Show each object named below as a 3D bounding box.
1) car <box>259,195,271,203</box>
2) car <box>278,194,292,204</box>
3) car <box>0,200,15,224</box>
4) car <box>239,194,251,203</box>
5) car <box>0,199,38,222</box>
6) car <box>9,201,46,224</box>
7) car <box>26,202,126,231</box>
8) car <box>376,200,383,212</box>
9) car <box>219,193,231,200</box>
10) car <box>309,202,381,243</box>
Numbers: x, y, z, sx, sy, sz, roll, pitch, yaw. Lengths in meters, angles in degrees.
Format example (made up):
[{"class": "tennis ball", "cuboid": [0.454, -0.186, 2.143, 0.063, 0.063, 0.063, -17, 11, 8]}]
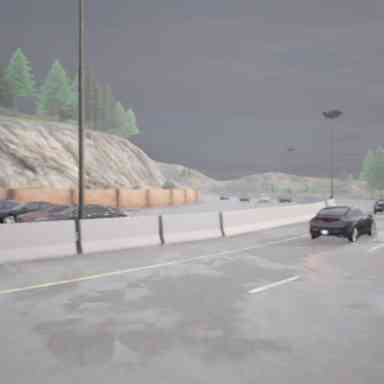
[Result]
[{"class": "car", "cuboid": [12.874, 1.261, 58.981, 1.812, 1.442, 4.674, 0, 0, 9]}, {"class": "car", "cuboid": [16.299, 1.191, 58.273, 1.882, 1.535, 5.008, 0, 0, 9]}, {"class": "car", "cuboid": [-10.863, 1.379, 22.612, 5.008, 1.535, 1.882, 0, 0, -43]}, {"class": "car", "cuboid": [9.413, 1.105, 59.503, 1.882, 1.535, 5.008, 0, 0, 9]}, {"class": "car", "cuboid": [-14.184, 1.374, 24.324, 5.008, 1.535, 1.882, 0, 1, -41]}, {"class": "car", "cuboid": [-8.348, 1.475, 20.198, 4.181, 1.385, 1.994, 0, 0, -43]}, {"class": "car", "cuboid": [-5.844, 1.425, 17.749, 4.892, 1.490, 1.837, 0, 1, -43]}, {"class": "car", "cuboid": [18.421, 1.432, 31.832, 1.895, 1.301, 4.718, 0, 0, 28]}, {"class": "car", "cuboid": [5.952, 0.841, 60.025, 1.882, 1.535, 5.008, 0, 0, 9]}, {"class": "car", "cuboid": [7.215, 1.423, 15.816, 1.837, 1.490, 4.892, 1, 1, 42]}]
